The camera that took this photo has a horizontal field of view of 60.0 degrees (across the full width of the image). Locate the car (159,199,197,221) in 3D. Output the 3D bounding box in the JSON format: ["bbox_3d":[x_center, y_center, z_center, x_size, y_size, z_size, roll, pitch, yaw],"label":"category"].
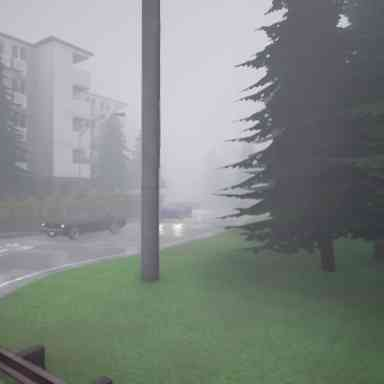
[{"bbox_3d":[-1.331,1.601,28.884,1.882,1.535,5.008,0,0,15],"label":"car"}]

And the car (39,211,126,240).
[{"bbox_3d":[-5.839,1.732,18.303,1.895,1.301,4.718,0,0,29],"label":"car"}]

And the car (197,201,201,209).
[{"bbox_3d":[-0.016,1.697,46.096,1.895,1.301,4.718,0,0,-9],"label":"car"}]
